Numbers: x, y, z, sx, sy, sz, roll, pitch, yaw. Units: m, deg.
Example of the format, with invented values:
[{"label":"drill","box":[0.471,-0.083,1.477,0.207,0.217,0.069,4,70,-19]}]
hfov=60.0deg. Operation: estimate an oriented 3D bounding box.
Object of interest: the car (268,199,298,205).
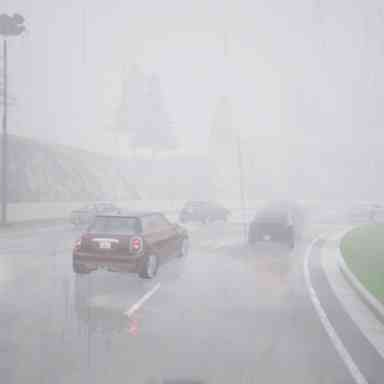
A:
[{"label":"car","box":[7.672,1.422,27.062,2.097,1.767,4.553,1,0,40]}]

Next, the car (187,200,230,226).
[{"label":"car","box":[1.026,1.357,24.089,2.097,1.767,4.553,1,0,32]}]

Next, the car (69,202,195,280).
[{"label":"car","box":[-1.592,1.334,10.204,2.097,1.767,4.553,1,0,15]}]

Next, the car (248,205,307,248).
[{"label":"car","box":[3.916,1.541,15.193,1.837,1.490,4.892,0,0,24]}]

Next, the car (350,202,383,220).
[{"label":"car","box":[16.107,1.679,30.263,4.674,1.442,1.812,1,0,-38]}]
